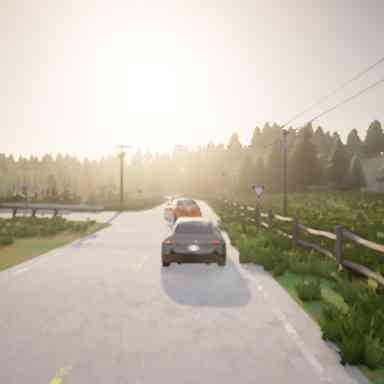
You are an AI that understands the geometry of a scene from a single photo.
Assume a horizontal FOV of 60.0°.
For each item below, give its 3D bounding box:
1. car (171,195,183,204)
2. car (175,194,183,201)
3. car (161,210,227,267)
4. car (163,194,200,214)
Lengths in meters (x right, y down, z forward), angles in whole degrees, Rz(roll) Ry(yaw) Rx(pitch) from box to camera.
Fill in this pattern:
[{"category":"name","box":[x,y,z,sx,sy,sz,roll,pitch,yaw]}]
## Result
[{"category":"car","box":[-2.743,1.359,61.990,2.128,1.511,4.902,0,0,1]},{"category":"car","box":[-3.089,1.305,77.305,1.882,1.535,5.008,0,0,-2]},{"category":"car","box":[0.071,1.539,11.322,1.994,1.385,4.181,0,0,1]},{"category":"car","box":[-0.861,1.294,26.348,2.097,1.767,4.553,0,0,-16]}]
